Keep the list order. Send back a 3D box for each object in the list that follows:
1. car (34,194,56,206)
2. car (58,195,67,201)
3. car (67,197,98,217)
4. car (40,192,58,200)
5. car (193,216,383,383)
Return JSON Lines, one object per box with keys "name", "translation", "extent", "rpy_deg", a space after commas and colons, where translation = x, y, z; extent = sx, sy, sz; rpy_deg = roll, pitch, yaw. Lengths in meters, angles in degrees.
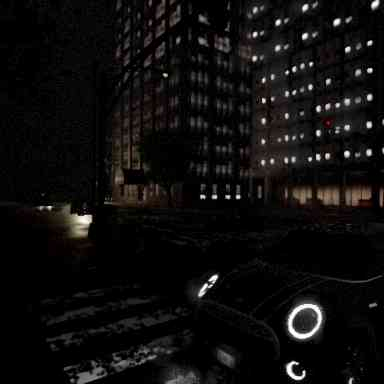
{"name": "car", "translation": [-22.274, 1.382, 49.672], "extent": [2.033, 1.411, 5.357], "rpy_deg": [1, 0, -33]}
{"name": "car", "translation": [-32.718, 1.439, 83.680], "extent": [1.994, 1.385, 4.181], "rpy_deg": [1, 0, -33]}
{"name": "car", "translation": [-9.246, 1.224, 29.441], "extent": [2.097, 1.767, 4.553], "rpy_deg": [1, 0, -33]}
{"name": "car", "translation": [-35.216, 1.370, 81.561], "extent": [2.128, 1.511, 4.902], "rpy_deg": [1, 0, -33]}
{"name": "car", "translation": [2.216, 1.294, 5.086], "extent": [4.553, 1.767, 2.097], "rpy_deg": [0, 0, -35]}
